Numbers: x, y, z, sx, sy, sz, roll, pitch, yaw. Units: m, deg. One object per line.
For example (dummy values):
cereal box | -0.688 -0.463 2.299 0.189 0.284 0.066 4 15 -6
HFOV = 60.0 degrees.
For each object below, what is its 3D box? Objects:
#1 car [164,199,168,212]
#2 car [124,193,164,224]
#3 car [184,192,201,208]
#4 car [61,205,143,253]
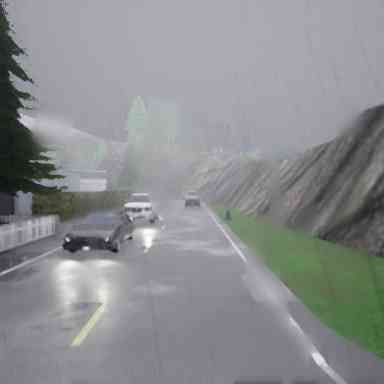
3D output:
car | -3.557 1.333 34.975 2.033 1.411 5.357 0 0 0
car | -3.593 1.099 24.326 2.150 2.045 5.566 0 0 0
car | 0.073 1.193 42.627 1.882 1.535 5.008 0 0 0
car | -3.599 1.514 13.973 2.033 1.411 5.357 0 0 0
